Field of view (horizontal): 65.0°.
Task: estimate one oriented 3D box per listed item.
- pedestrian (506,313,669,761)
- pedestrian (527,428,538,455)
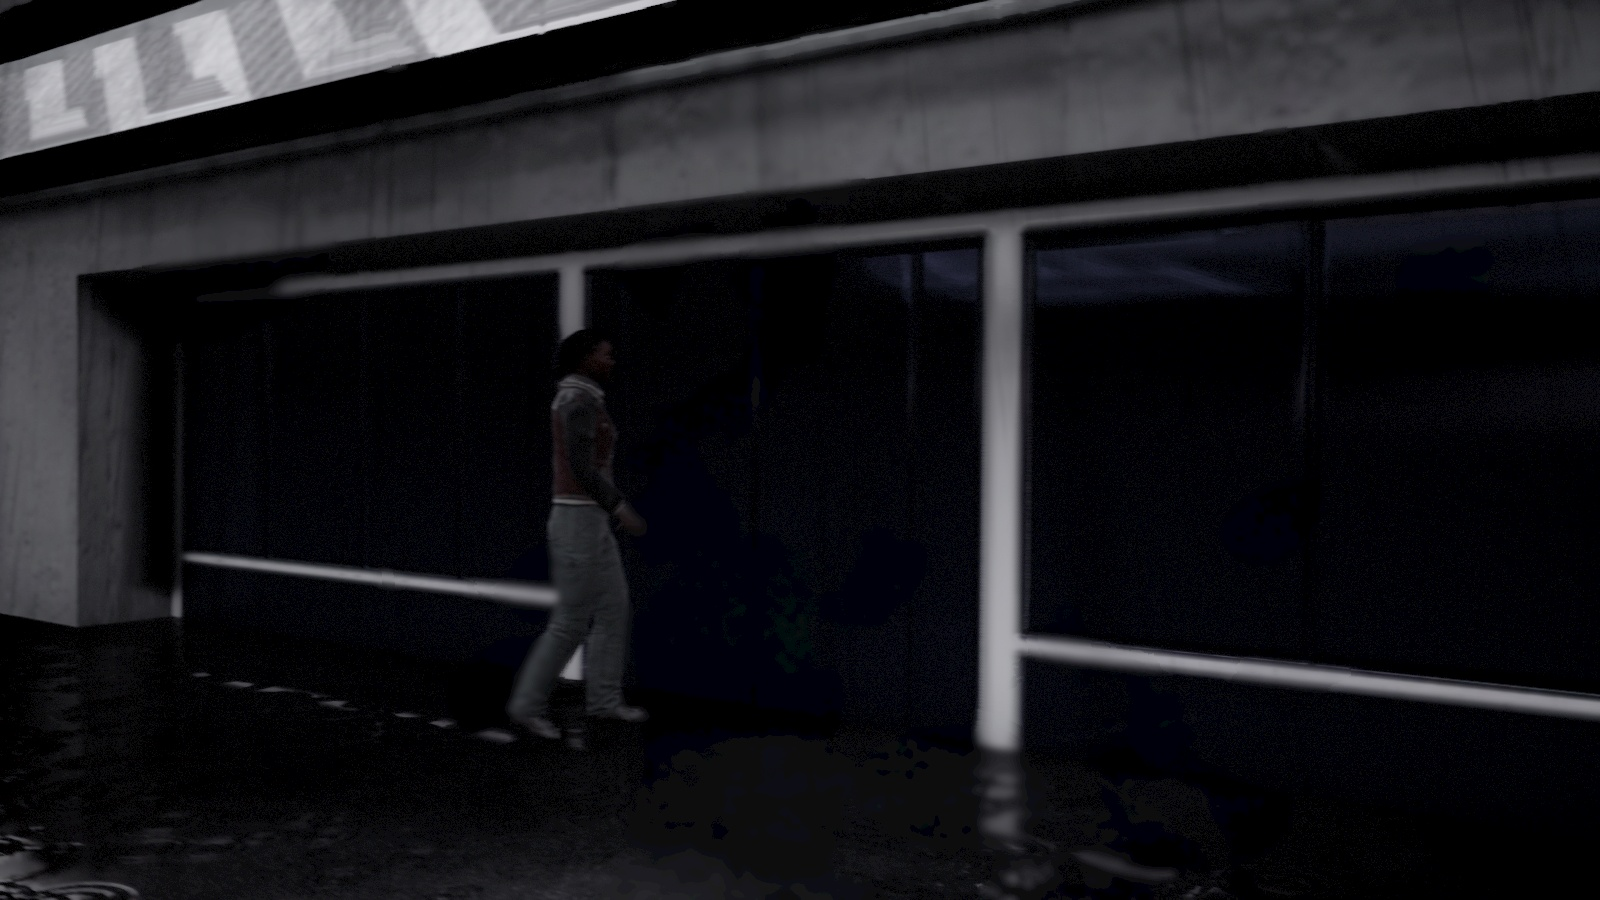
[{"bbox_3d":[-0.937,0.373,5.637,0.666,1.930,0.402,-1,1,-4],"label":"pedestrian"},{"bbox_3d":[-18.173,-0.561,85.246,0.354,1.836,0.706,0,1,31],"label":"pedestrian"}]
